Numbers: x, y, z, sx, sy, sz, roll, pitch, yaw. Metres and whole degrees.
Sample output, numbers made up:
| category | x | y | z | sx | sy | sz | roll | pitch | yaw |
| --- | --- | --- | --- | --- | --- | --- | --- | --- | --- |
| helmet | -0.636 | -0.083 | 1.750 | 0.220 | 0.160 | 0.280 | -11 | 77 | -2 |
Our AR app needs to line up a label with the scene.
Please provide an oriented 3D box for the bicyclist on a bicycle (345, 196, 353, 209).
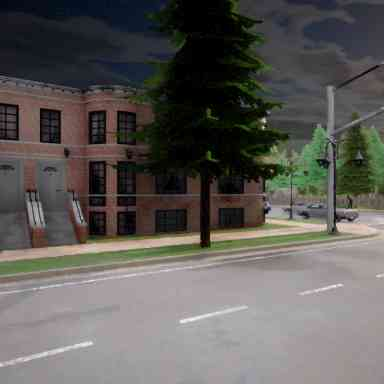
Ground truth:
| category | x | y | z | sx | sy | sz | roll | pitch | yaw |
| --- | --- | --- | --- | --- | --- | --- | --- | --- | --- |
| bicyclist on a bicycle | 19.240 | 1.301 | 40.664 | 1.656 | 1.620 | 0.582 | 0 | 0 | -31 |

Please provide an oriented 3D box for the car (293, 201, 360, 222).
| category | x | y | z | sx | sy | sz | roll | pitch | yaw |
| --- | --- | --- | --- | --- | --- | --- | --- | --- | --- |
| car | 10.759 | 1.601 | 26.583 | 1.895 | 1.301 | 4.718 | 0 | 0 | -31 |

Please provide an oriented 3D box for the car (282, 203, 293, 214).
| category | x | y | z | sx | sy | sz | roll | pitch | yaw |
| --- | --- | --- | --- | --- | --- | --- | --- | --- | --- |
| car | 11.192 | 1.601 | 32.718 | 1.895 | 1.301 | 4.718 | 0 | 0 | -31 |

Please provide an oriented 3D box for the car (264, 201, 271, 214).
| category | x | y | z | sx | sy | sz | roll | pitch | yaw |
| --- | --- | --- | --- | --- | --- | --- | --- | --- | --- |
| car | 5.784 | 1.221 | 34.980 | 2.150 | 2.045 | 5.566 | 0 | 0 | -31 |
